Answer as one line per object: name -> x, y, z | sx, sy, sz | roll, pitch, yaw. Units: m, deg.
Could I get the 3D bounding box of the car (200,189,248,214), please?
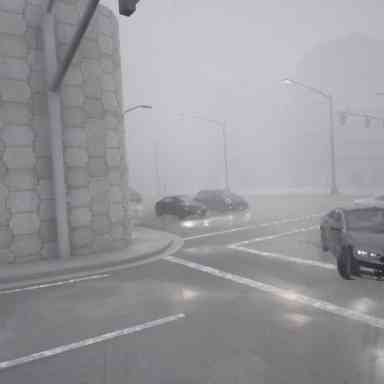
car -> 2.038, 0.564, 24.722 | 2.097, 1.767, 4.553 | -5, 3, -35

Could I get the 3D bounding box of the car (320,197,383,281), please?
car -> 4.741, 1.168, 8.986 | 2.128, 1.511, 4.902 | -2, 3, 12

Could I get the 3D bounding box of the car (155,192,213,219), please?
car -> -0.918, 0.972, 22.880 | 1.812, 1.442, 4.674 | -5, 3, -35

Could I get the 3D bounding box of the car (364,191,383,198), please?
car -> 10.099, 0.643, 15.822 | 4.674, 1.442, 1.812 | -2, 3, 34

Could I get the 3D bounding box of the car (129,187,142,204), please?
car -> -7.913, 0.431, 38.802 | 2.150, 2.045, 5.566 | -5, 2, -35
